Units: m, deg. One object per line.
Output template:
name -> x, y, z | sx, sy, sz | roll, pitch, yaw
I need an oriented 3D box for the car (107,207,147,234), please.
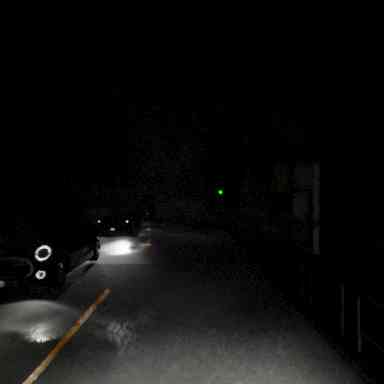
car -> -4.070, 1.602, 19.330 | 1.895, 1.301, 4.718 | 0, 0, 0

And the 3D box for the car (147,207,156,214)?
car -> -3.993, 1.478, 27.401 | 2.033, 1.411, 5.357 | 0, 0, 0

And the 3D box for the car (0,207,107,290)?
car -> -4.093, 1.353, 9.269 | 2.097, 1.767, 4.553 | 0, 0, 0
